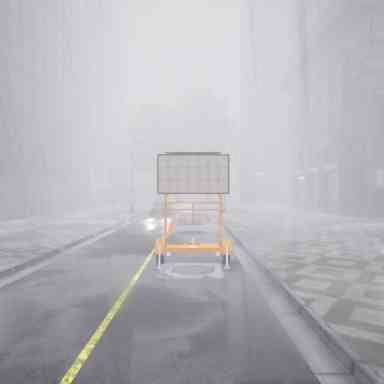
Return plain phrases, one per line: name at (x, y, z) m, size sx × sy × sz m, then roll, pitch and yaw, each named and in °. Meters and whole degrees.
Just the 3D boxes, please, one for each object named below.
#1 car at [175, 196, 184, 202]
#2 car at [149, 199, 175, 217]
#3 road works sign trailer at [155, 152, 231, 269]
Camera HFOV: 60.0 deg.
car at (-2.748, 1.580, 70.868) m, size 1.837 × 1.490 × 4.892 m, roll 0°, pitch 0°, yaw 0°
car at (-2.989, 1.619, 31.869) m, size 1.895 × 1.301 × 4.718 m, roll 0°, pitch 0°, yaw 0°
road works sign trailer at (0.041, 0.466, 11.182) m, size 2.380 × 3.560 × 2.880 m, roll 0°, pitch 0°, yaw 0°
